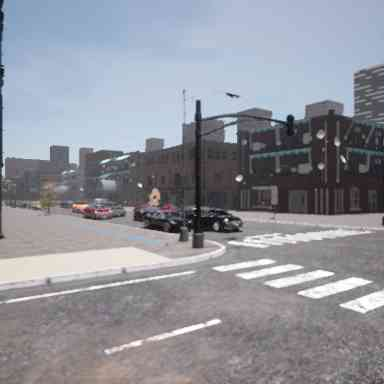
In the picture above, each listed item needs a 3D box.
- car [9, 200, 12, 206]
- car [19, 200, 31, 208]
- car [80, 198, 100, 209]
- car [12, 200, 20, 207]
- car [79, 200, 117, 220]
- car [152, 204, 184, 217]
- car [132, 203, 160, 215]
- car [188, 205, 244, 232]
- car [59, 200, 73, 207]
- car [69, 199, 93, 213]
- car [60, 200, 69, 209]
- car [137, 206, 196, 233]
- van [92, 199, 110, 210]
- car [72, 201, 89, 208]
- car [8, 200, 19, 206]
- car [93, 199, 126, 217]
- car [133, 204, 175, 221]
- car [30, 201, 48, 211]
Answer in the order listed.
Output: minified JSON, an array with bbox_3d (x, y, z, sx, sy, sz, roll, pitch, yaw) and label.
[{"bbox_3d":[-41.813,2.672,79.297,2.008,1.369,4.403,-1,0,-35],"label":"car"},{"bbox_3d":[-32.179,2.499,65.773,2.008,1.369,4.403,-1,0,-35],"label":"car"},{"bbox_3d":[-18.934,2.148,61.620,2.192,1.841,5.009,-1,0,-35],"label":"car"},{"bbox_3d":[-38.603,2.504,74.789,1.967,1.590,4.097,-1,0,-35],"label":"car"},{"bbox_3d":[-9.700,1.969,34.215,1.967,1.590,4.097,-1,0,-35],"label":"car"},{"bbox_3d":[-2.873,2.112,39.079,1.802,1.307,4.206,-1,0,-35],"label":"car"},{"bbox_3d":[-6.084,2.174,43.586,1.802,1.307,4.206,-1,0,-35],"label":"car"},{"bbox_3d":[1.475,1.854,22.952,1.837,1.490,4.892,0,-1,-34],"label":"car"},{"bbox_3d":[-28.565,2.573,75.144,1.947,1.339,4.313,-1,0,-35],"label":"car"},{"bbox_3d":[-15.059,2.025,46.288,2.097,1.767,4.553,0,-1,-35],"label":"car"},{"bbox_3d":[-23.791,2.375,63.999,2.128,1.511,4.902,0,-1,-36],"label":"car"},{"bbox_3d":[-1.746,1.935,22.842,1.947,1.339,4.313,-1,0,-35],"label":"car"},{"bbox_3d":[-15.722,2.115,57.112,1.690,1.788,3.998,-1,0,-35],"label":"van"},{"bbox_3d":[-22.142,2.436,66.127,1.887,1.381,4.507,-1,0,-35],"label":"car"},{"bbox_3d":[-45.024,2.722,83.805,1.887,1.381,4.507,-1,0,-35],"label":"car"},{"bbox_3d":[-9.274,1.914,38.101,2.097,1.767,4.553,0,-1,-35],"label":"car"},{"bbox_3d":[-3.763,2.018,30.375,1.994,1.385,4.181,0,-1,-35],"label":"car"},{"bbox_3d":[-25.657,2.356,56.618,1.752,1.417,4.829,-1,0,-35],"label":"car"}]
